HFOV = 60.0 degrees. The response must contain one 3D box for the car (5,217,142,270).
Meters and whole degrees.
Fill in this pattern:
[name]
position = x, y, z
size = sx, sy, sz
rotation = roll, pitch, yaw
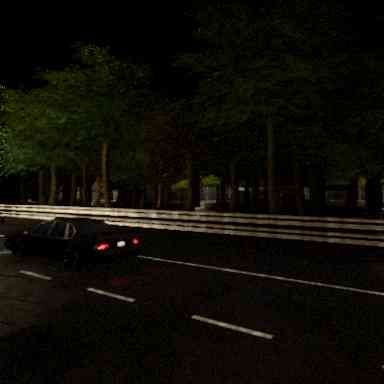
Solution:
[car]
position = -4.095, 1.561, 11.096
size = 5.357, 1.411, 2.033
rotation = 0, 0, 36
